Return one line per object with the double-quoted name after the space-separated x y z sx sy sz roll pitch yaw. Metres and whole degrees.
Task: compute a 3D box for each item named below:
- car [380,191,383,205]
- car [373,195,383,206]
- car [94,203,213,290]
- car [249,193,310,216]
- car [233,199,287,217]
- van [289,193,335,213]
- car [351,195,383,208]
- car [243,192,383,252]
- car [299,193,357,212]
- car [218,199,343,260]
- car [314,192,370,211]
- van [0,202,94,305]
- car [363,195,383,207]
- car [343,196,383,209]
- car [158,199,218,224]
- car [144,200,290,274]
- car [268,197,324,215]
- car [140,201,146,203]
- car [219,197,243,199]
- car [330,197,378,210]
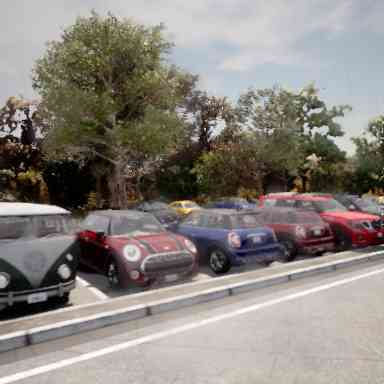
31.068 0.929 48.783 2.435 2.045 5.566 -1 0 -36 "car"
28.801 1.214 47.189 2.231 1.521 4.892 -1 0 -36 "car"
-1.761 1.334 9.291 2.185 1.767 4.553 0 0 -36 "car"
8.456 1.128 32.679 2.435 2.045 5.566 0 0 -36 "car"
6.233 1.419 31.018 2.163 1.488 4.792 0 0 -36 "car"
12.919 1.133 35.980 1.878 1.987 4.442 0 0 -36 "van"
24.172 1.267 44.113 1.946 1.575 5.366 -1 0 -36 "car"
5.113 1.177 14.135 2.435 2.045 5.566 0 0 -36 "car"
15.229 1.097 37.523 2.435 2.045 5.566 0 0 -36 "car"
2.835 1.313 12.502 2.185 1.767 4.553 0 0 -36 "car"
17.520 1.081 39.092 2.435 2.045 5.566 0 0 -36 "car"
-3.956 1.244 7.539 1.878 1.987 4.442 0 0 -36 "van"
26.541 1.242 45.574 2.097 1.535 5.008 -1 0 -36 "car"
22.043 1.326 42.326 2.163 1.488 4.792 0 0 -36 "car"
-0.449 1.417 26.045 1.946 1.575 5.366 0 0 -36 "car"
0.555 1.324 10.871 2.185 1.767 4.553 0 0 -36 "car"
10.623 1.366 34.422 1.946 1.575 5.366 0 0 -36 "car"
-2.818 1.432 24.585 2.231 1.521 4.892 0 0 -36 "car"
3.939 1.274 29.450 2.185 1.767 4.553 0 0 -36 "car"
19.745 1.345 40.754 2.163 1.488 4.792 0 0 -36 "car"
